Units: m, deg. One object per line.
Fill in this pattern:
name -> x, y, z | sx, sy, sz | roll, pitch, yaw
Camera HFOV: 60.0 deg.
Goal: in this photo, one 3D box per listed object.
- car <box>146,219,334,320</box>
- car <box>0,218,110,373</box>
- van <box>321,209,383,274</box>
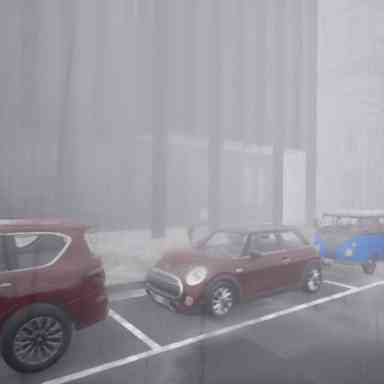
car -> 1.021, 1.490, 7.377 | 4.097, 1.590, 1.967 | 1, 0, -36
car -> -3.537, 1.310, 4.121 | 5.009, 1.841, 2.192 | 1, 0, -36
van -> 5.580, 1.446, 10.632 | 3.998, 1.788, 1.690 | 1, 0, -36
